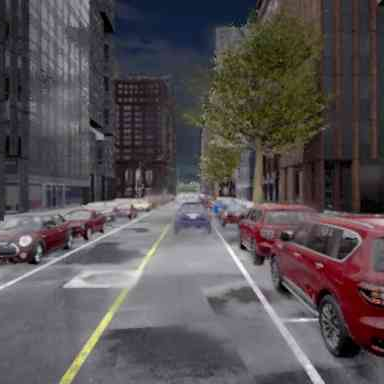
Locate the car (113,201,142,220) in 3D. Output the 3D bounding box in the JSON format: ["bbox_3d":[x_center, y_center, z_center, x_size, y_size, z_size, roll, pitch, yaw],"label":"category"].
[{"bbox_3d":[-5.729,1.634,28.511,1.802,1.307,4.206,0,0,0],"label":"car"}]

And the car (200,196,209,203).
[{"bbox_3d":[2.690,1.708,73.804,1.752,1.417,4.829,0,0,0],"label":"car"}]

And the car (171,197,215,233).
[{"bbox_3d":[0.053,1.379,20.001,2.097,1.767,4.553,0,0,0],"label":"car"}]

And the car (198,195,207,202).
[{"bbox_3d":[2.664,1.671,84.914,1.967,1.590,4.097,0,0,0],"label":"car"}]

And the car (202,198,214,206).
[{"bbox_3d":[2.730,1.664,56.715,1.887,1.381,4.507,0,0,0],"label":"car"}]

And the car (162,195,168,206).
[{"bbox_3d":[-5.796,1.449,56.704,2.192,1.841,5.009,0,0,0],"label":"car"}]

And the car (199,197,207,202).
[{"bbox_3d":[2.678,1.788,79.273,1.802,1.307,4.206,0,0,0],"label":"car"}]

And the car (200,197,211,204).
[{"bbox_3d":[2.704,1.726,67.994,1.947,1.339,4.313,0,0,0],"label":"car"}]

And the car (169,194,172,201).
[{"bbox_3d":[-5.822,1.490,67.981,2.192,1.841,5.009,0,0,0],"label":"car"}]

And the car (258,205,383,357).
[{"bbox_3d":[2.848,1.317,5.961,2.192,1.841,5.009,0,0,0],"label":"car"}]

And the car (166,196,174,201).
[{"bbox_3d":[-5.874,1.838,90.535,1.947,1.339,4.313,0,0,0],"label":"car"}]

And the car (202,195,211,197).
[{"bbox_3d":[2.743,1.414,51.076,2.192,1.841,5.009,0,0,0],"label":"car"}]

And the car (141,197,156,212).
[{"bbox_3d":[-5.755,1.599,39.618,1.752,1.417,4.829,0,0,0],"label":"car"}]

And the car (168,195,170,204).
[{"bbox_3d":[-5.808,1.720,62.343,1.947,1.339,4.313,0,0,0],"label":"car"}]

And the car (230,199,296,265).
[{"bbox_3d":[2.836,1.326,11.599,2.192,1.841,5.009,0,0,0],"label":"car"}]

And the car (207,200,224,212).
[{"bbox_3d":[2.770,1.642,39.797,1.802,1.307,4.206,0,0,0],"label":"car"}]

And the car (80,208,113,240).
[{"bbox_3d":[-5.703,1.579,17.232,1.887,1.381,4.507,0,0,0],"label":"car"}]

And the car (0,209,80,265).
[{"bbox_3d":[-5.690,1.465,11.594,1.967,1.590,4.097,0,0,0],"label":"car"}]

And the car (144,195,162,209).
[{"bbox_3d":[-5.770,1.408,45.426,2.192,1.841,5.009,0,0,0],"label":"car"}]

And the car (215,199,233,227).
[{"bbox_3d":[2.810,1.468,22.879,1.967,1.590,4.097,0,0,0],"label":"car"}]

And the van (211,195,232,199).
[{"bbox_3d":[2.796,1.378,28.519,1.690,1.788,3.998,0,0,0],"label":"van"}]

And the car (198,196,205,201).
[{"bbox_3d":[2.651,1.840,90.552,1.802,1.307,4.206,0,0,0],"label":"car"}]

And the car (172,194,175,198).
[{"bbox_3d":[-5.861,1.811,84.898,1.947,1.339,4.313,0,0,0],"label":"car"}]
